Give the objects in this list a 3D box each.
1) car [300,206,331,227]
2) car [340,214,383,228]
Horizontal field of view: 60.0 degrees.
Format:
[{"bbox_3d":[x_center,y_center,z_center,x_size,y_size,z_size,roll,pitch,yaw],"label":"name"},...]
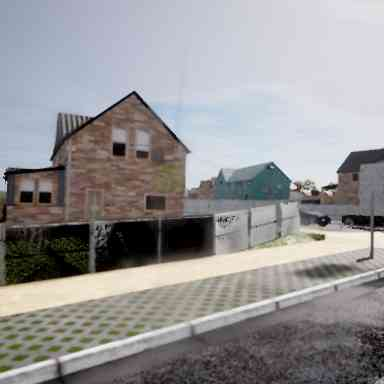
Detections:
[{"bbox_3d":[7.758,1.711,23.729,1.994,1.385,4.181,3,-2,-28],"label":"car"},{"bbox_3d":[12.213,1.811,21.743,1.895,1.301,4.718,3,-2,-28],"label":"car"}]
